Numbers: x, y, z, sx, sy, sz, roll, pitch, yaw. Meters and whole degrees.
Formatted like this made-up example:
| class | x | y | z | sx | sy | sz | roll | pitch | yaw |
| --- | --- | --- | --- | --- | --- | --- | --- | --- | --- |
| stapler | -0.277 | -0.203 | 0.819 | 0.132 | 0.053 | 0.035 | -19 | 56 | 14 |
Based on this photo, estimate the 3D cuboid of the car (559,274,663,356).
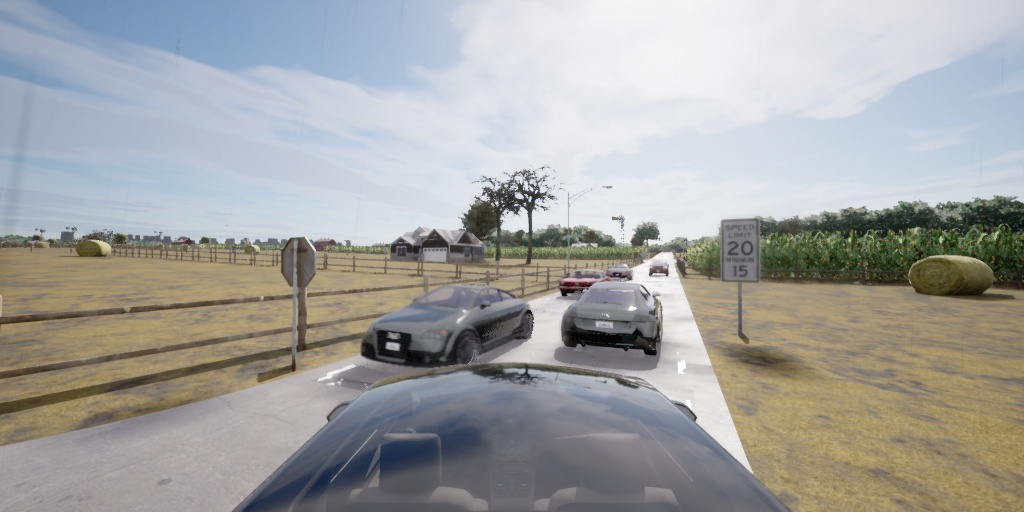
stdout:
| class | x | y | z | sx | sy | sz | roll | pitch | yaw |
| --- | --- | --- | --- | --- | --- | --- | --- | --- | --- |
| car | 2.631 | 1.326 | 8.886 | 1.994 | 1.385 | 4.181 | 0 | 0 | 24 |

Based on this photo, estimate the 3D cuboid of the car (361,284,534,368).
| class | x | y | z | sx | sy | sz | roll | pitch | yaw |
| --- | --- | --- | --- | --- | --- | --- | --- | --- | --- |
| car | -1.096 | 1.331 | 7.778 | 1.994 | 1.385 | 4.181 | 0 | 0 | 27 |

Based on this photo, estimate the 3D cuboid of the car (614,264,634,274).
| class | x | y | z | sx | sy | sz | roll | pitch | yaw |
| --- | --- | --- | --- | --- | --- | --- | --- | --- | --- |
| car | 9.466 | 1.375 | 31.292 | 1.994 | 1.385 | 4.181 | 0 | 0 | 24 |

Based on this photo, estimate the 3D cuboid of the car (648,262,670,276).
| class | x | y | z | sx | sy | sz | roll | pitch | yaw |
| --- | --- | --- | --- | --- | --- | --- | --- | --- | --- |
| car | 15.517 | 1.340 | 37.851 | 1.812 | 1.442 | 4.674 | 0 | 0 | 24 |

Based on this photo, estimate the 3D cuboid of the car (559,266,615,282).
| class | x | y | z | sx | sy | sz | roll | pitch | yaw |
| --- | --- | --- | --- | --- | --- | --- | --- | --- | --- |
| car | 3.928 | 1.391 | 18.842 | 1.895 | 1.301 | 4.718 | 0 | 0 | 24 |
